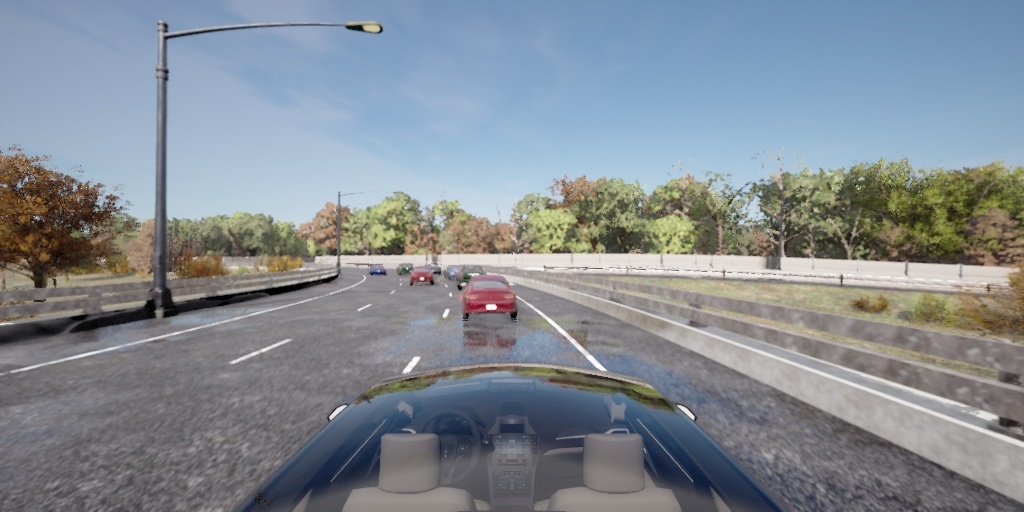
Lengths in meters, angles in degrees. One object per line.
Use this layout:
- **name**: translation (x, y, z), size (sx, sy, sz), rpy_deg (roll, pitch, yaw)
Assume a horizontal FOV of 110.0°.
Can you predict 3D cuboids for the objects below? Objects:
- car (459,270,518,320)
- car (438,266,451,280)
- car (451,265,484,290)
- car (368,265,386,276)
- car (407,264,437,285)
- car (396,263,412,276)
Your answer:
- **car**: translation (-0.886, 1.414, 13.226), size (1.812, 1.442, 4.674), rpy_deg (0, 0, -6)
- **car**: translation (-5.994, 1.726, 37.101), size (2.033, 1.411, 5.357), rpy_deg (0, -1, -19)
- **car**: translation (-2.994, 1.392, 25.741), size (2.097, 1.767, 4.553), rpy_deg (0, -1, -12)
- **car**: translation (-17.899, 1.879, 47.509), size (1.994, 1.385, 4.181), rpy_deg (0, -1, -26)
- **car**: translation (-7.599, 1.623, 30.164), size (1.812, 1.442, 4.674), rpy_deg (0, -1, -15)
- **car**: translation (-14.188, 1.669, 47.825), size (2.097, 1.767, 4.553), rpy_deg (0, -1, -23)
